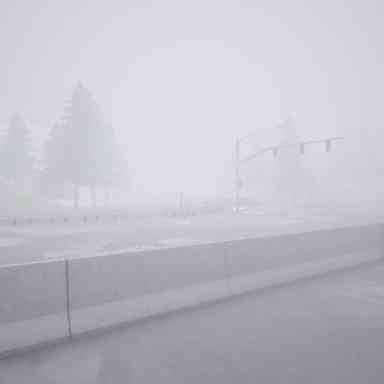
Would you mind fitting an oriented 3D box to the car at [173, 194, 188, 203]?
[{"bbox_3d":[-1.894,1.600,68.234,1.895,1.301,4.718,0,0,-17],"label":"car"}]

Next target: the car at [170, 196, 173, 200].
[{"bbox_3d":[-4.021,1.595,78.105,1.895,1.301,4.718,0,0,-11],"label":"car"}]

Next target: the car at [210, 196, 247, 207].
[{"bbox_3d":[5.400,1.547,50.062,2.033,1.411,5.357,0,0,-28],"label":"car"}]

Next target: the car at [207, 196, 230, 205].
[{"bbox_3d":[4.744,1.490,59.788,2.128,1.511,4.902,0,0,-22],"label":"car"}]

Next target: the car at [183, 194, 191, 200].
[{"bbox_3d":[-1.457,1.409,88.865,1.882,1.535,5.008,0,0,-3],"label":"car"}]

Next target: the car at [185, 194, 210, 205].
[{"bbox_3d":[1.182,1.547,59.149,2.033,1.411,5.357,0,0,-22],"label":"car"}]

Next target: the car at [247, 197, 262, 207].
[{"bbox_3d":[8.693,1.505,51.404,1.837,1.490,4.892,0,0,-29],"label":"car"}]
